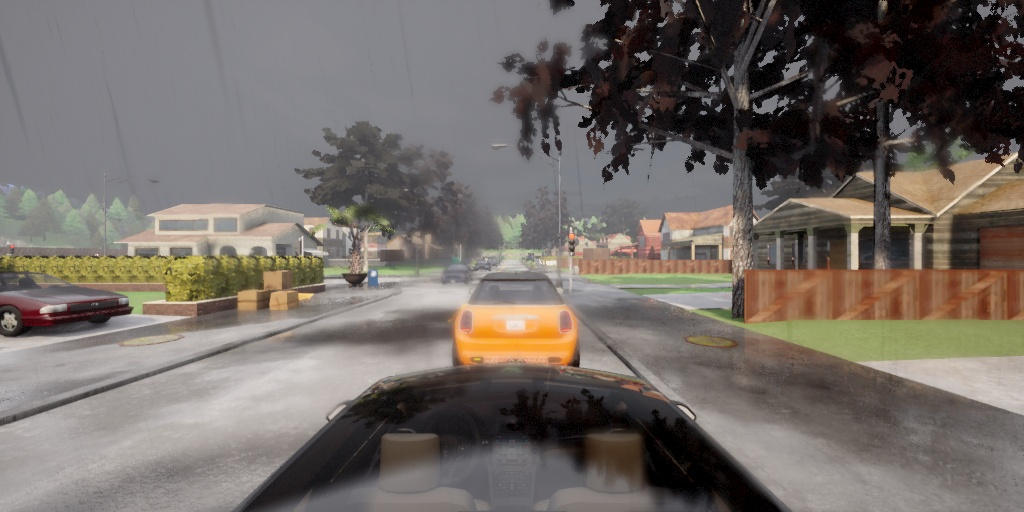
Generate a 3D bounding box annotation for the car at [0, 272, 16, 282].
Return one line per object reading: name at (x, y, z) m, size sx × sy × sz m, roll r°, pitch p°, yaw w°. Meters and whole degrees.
car at (-44.126, 1.102, 30.816) m, size 4.553 × 1.767 × 2.097 m, roll 0°, pitch 0°, yaw 1°

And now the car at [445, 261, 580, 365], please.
car at (0.097, 1.102, 7.738) m, size 2.097 × 1.767 × 4.553 m, roll 0°, pitch 0°, yaw 1°

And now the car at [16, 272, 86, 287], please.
car at (-33.173, 1.314, 26.614) m, size 4.181 × 1.385 × 1.994 m, roll 0°, pitch 0°, yaw 1°

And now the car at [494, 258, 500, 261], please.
car at (-3.544, 1.256, 63.127) m, size 1.837 × 1.490 × 4.892 m, roll 0°, pitch 0°, yaw 1°

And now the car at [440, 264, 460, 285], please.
car at (-3.889, 1.297, 26.372) m, size 2.033 × 1.411 × 5.357 m, roll 0°, pitch 0°, yaw 0°

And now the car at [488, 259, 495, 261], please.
car at (-3.715, 1.314, 46.512) m, size 1.994 × 1.385 × 4.181 m, roll 0°, pitch 0°, yaw 1°
